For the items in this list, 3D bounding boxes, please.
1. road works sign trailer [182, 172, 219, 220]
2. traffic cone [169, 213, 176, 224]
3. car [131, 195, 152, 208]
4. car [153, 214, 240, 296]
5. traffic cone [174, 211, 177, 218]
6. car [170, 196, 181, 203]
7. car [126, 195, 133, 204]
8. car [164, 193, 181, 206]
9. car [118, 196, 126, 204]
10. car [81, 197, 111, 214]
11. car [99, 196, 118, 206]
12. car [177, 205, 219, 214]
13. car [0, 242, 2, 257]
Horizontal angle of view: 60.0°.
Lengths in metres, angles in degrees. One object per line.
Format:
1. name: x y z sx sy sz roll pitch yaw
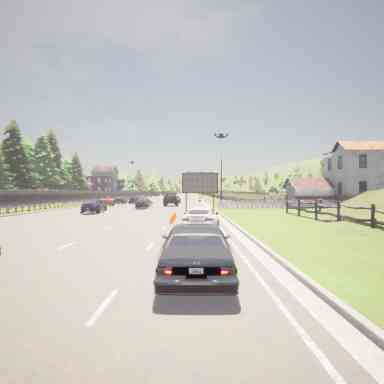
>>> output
1. road works sign trailer: 0.517 0.464 22.073 2.380 3.560 2.880 0 0 -3
2. traffic cone: -1.456 1.955 23.181 0.340 0.580 0.340 0 0 0
3. car: -6.836 1.547 47.118 2.033 1.411 5.357 0 0 0
4. car: 0.110 1.547 8.825 2.033 1.411 5.357 0 0 1
5. traffic cone: -1.453 1.955 25.181 0.340 0.580 0.340 0 0 0
6. car: -3.307 1.564 68.577 1.994 1.385 4.181 0 0 0
7. car: -10.316 1.353 62.177 2.097 1.767 4.553 0 0 0
8. car: -3.327 1.221 53.362 2.150 2.045 5.566 0 0 0
9. car: -13.813 1.525 63.738 1.812 1.442 4.674 0 0 0
10. car: -10.352 1.526 35.285 1.812 1.442 4.674 0 0 0
11. car: -13.829 1.352 53.136 2.097 1.767 4.553 0 0 0
12. car: 0.485 1.539 18.459 1.812 1.442 4.674 -1 -1 6
13. car: -6.888 1.506 8.477 1.837 1.490 4.892 0 0 0
